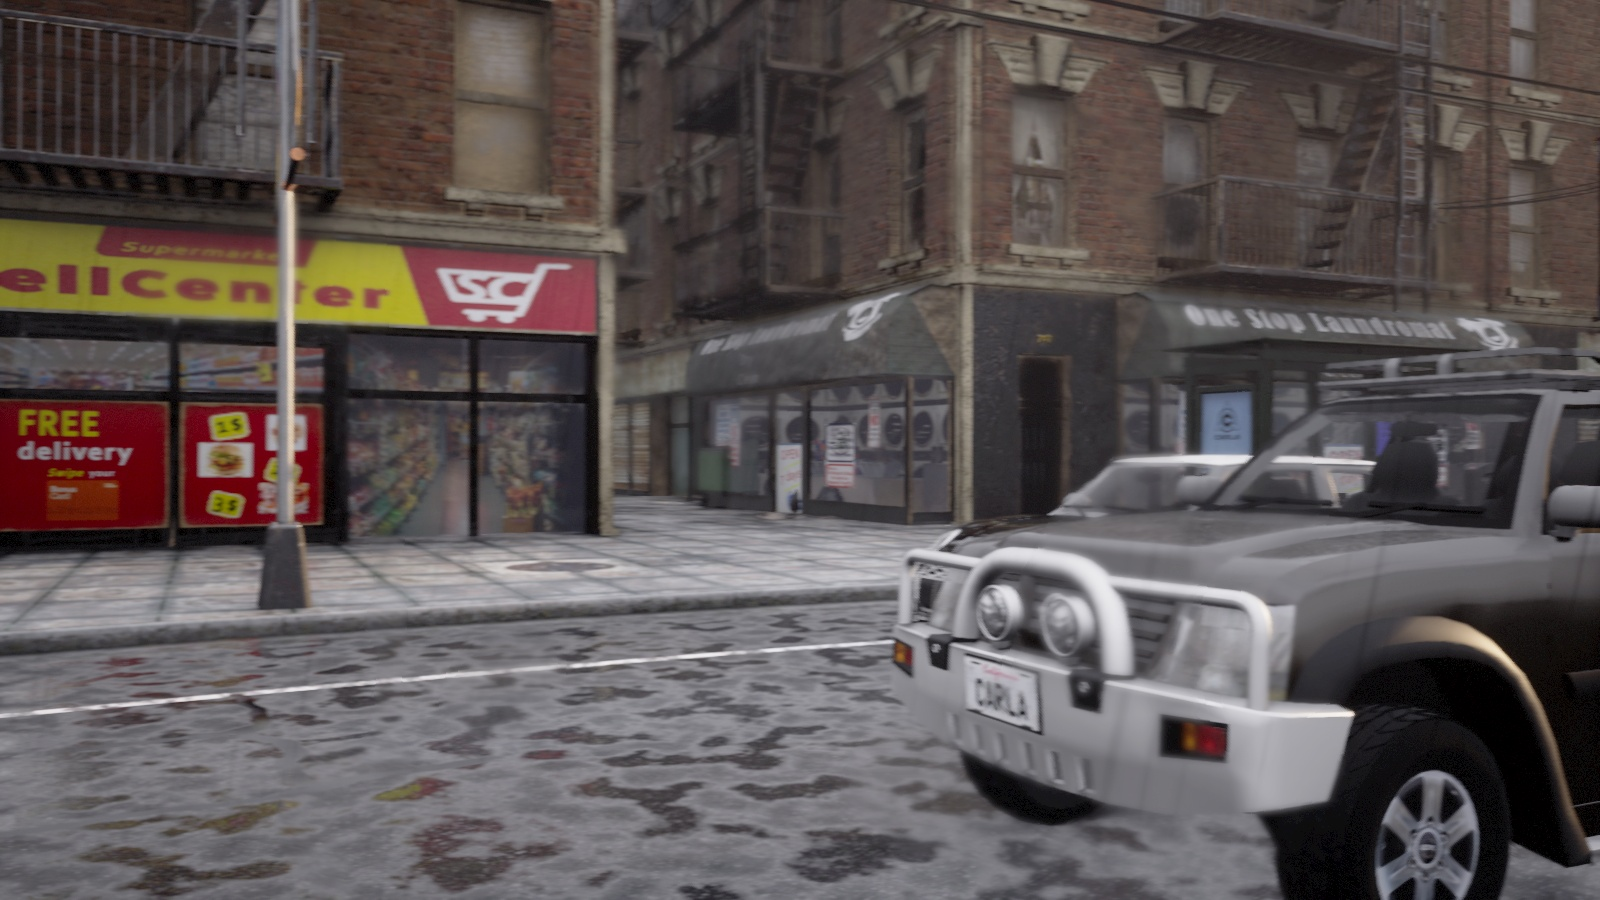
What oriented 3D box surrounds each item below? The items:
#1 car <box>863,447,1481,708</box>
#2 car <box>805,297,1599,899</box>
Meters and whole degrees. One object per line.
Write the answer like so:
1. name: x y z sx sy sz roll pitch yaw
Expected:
1. car: 2.587 0.719 8.801 3.806 1.475 1.970 0 0 -25
2. car: 2.513 0.565 4.874 4.605 1.855 1.932 0 0 -26
